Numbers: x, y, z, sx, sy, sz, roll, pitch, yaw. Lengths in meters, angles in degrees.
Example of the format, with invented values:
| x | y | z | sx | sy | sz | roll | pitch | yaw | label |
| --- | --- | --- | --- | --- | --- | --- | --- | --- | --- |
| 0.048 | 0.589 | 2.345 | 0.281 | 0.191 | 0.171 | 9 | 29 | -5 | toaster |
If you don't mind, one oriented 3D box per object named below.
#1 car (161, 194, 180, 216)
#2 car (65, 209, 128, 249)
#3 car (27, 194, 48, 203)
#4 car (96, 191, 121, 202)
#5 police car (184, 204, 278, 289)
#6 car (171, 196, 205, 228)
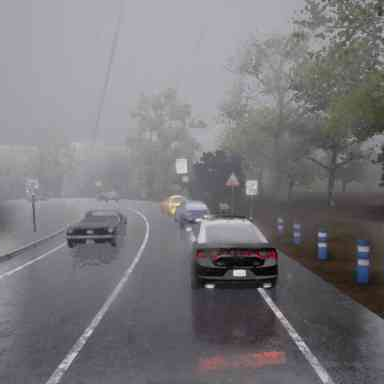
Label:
| x | y | z | sx | sy | sz | roll | pitch | yaw | label |
| --- | --- | --- | --- | --- | --- | --- | --- | --- | --- |
| -1.216 | 0.937 | 25.693 | 1.801 | 1.575 | 5.366 | -2 | 2 | -14 | car |
| -3.902 | 1.461 | 14.296 | 1.895 | 1.301 | 4.718 | 0 | 1 | -5 | car |
| -26.507 | 1.034 | 57.101 | 4.181 | 1.385 | 1.994 | -2 | 4 | 38 | car |
| -11.733 | 0.610 | 46.444 | 2.033 | 1.411 | 5.357 | -5 | 3 | -35 | car |
| 0.866 | 1.369 | 9.187 | 1.930 | 1.638 | 5.238 | 0 | 1 | -2 | police car |
| 0.038 | 1.201 | 19.362 | 1.812 | 1.442 | 4.674 | -1 | 2 | -8 | car |
